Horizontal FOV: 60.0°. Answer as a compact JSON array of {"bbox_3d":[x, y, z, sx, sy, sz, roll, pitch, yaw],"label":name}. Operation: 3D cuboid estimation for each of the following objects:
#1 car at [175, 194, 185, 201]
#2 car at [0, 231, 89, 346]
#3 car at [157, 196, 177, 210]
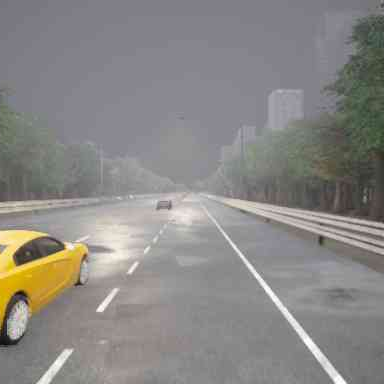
[{"bbox_3d":[-3.497,1.522,83.153,1.882,1.535,5.008,0,0,0],"label":"car"},{"bbox_3d":[-3.501,1.482,6.363,1.882,1.535,5.008,0,0,0],"label":"car"},{"bbox_3d":[-3.498,1.539,43.493,2.128,1.511,4.902,0,0,0],"label":"car"}]
